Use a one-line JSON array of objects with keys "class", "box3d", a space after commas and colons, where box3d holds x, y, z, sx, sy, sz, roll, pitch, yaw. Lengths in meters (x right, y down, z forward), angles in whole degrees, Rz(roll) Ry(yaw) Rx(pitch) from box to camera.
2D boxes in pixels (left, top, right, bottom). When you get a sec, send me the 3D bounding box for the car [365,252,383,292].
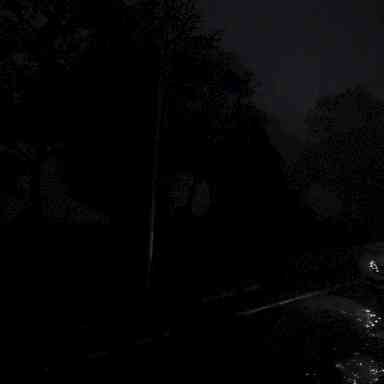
[{"class": "car", "box3d": [6.051, 1.608, 7.985, 4.674, 1.442, 1.812, 1, 0, -35]}]
